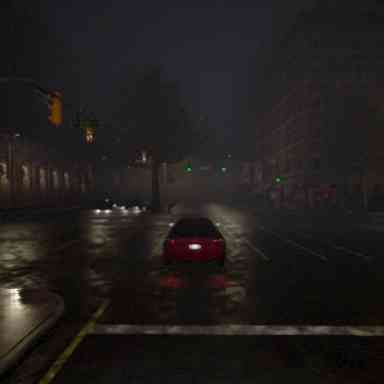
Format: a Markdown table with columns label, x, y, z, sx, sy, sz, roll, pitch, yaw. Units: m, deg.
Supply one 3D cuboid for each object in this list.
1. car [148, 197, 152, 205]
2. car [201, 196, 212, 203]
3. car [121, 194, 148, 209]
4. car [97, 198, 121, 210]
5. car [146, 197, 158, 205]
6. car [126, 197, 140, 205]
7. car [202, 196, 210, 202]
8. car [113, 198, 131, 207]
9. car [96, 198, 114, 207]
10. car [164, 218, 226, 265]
| label | x | y | z | sx | sy | sz | roll | pitch | yaw |
| --- | --- | --- | --- | --- | --- | --- | --- | --- | --- |
| car | -8.011 | 1.782 | 57.104 | 1.895 | 1.301 | 4.718 | 0 | 0 | 0 |
| car | 3.491 | 1.793 | 75.824 | 1.994 | 1.385 | 4.181 | 0 | 0 | 0 |
| car | -8.085 | 1.371 | 47.306 | 2.150 | 2.045 | 5.566 | 0 | 0 | 0 |
| car | -11.587 | 1.708 | 45.591 | 1.994 | 1.385 | 4.181 | 0 | 0 | 0 |
| car | -8.008 | 1.716 | 67.308 | 1.837 | 1.490 | 4.892 | 0 | 0 | 0 |
| car | -11.507 | 1.684 | 65.304 | 1.882 | 1.535 | 5.008 | 0 | 0 | 0 |
| car | 3.490 | 1.796 | 85.823 | 1.812 | 1.442 | 4.674 | 0 | 0 | 0 |
| car | -11.533 | 1.737 | 54.886 | 1.994 | 1.385 | 4.181 | 0 | 0 | 1 |
| car | -14.756 | 1.773 | 56.548 | 1.895 | 1.301 | 4.718 | 0 | 0 | 0 |
| car | 0.095 | 1.602 | 11.872 | 1.994 | 1.385 | 4.181 | 0 | 0 | 0 |
